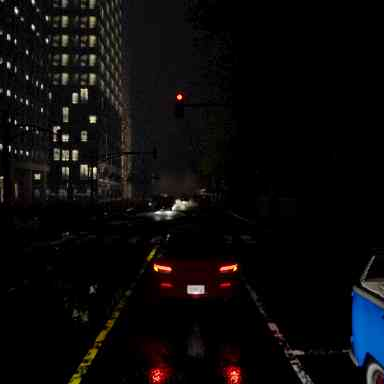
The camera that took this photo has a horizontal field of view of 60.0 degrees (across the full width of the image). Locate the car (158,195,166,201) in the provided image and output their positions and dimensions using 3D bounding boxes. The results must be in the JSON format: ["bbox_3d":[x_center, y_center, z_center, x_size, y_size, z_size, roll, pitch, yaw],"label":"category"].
[{"bbox_3d":[-7.544,1.532,84.100,1.802,1.307,4.206,0,0,-3],"label":"car"}]

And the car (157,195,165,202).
[{"bbox_3d":[-7.292,1.501,78.556,1.887,1.381,4.507,0,0,-2],"label":"car"}]

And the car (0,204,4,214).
[{"bbox_3d":[-18.226,1.377,28.493,4.206,1.307,1.802,1,0,3],"label":"car"}]

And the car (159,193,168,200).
[{"bbox_3d":[-8.094,1.252,95.181,2.192,1.841,5.009,0,0,-3],"label":"car"}]

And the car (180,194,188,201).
[{"bbox_3d":[-1.916,1.264,80.577,1.882,1.535,5.008,0,0,-3],"label":"car"}]

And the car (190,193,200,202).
[{"bbox_3d":[0.724,1.271,78.931,2.192,1.841,5.009,0,0,-3],"label":"car"}]

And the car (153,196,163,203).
[{"bbox_3d":[-6.839,1.512,67.469,1.887,1.381,4.507,0,0,-2],"label":"car"}]

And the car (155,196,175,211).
[{"bbox_3d":[-3.415,1.551,40.418,1.994,1.385,4.181,0,0,-3],"label":"car"}]

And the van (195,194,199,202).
[{"bbox_3d":[1.738,1.322,51.219,1.690,1.788,3.998,0,0,-2],"label":"van"}]

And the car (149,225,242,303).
[{"bbox_3d":[0.052,1.525,8.067,1.812,1.442,4.674,0,0,0],"label":"car"}]

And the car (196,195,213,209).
[{"bbox_3d":[1.890,1.509,45.847,1.752,1.417,4.829,0,0,-2],"label":"car"}]

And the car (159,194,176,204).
[{"bbox_3d":[-3.659,1.486,50.453,1.837,1.490,4.892,0,0,-1],"label":"car"}]

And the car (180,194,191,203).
[{"bbox_3d":[-1.495,1.552,70.602,1.895,1.301,4.718,0,0,-2],"label":"car"}]

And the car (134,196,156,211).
[{"bbox_3d":[-5.840,1.539,39.755,2.008,1.369,4.403,0,0,-1],"label":"car"}]

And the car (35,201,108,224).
[{"bbox_3d":[-8.422,1.425,23.533,4.892,1.490,1.837,0,1,-13],"label":"car"}]

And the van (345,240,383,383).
[{"bbox_3d":[2.558,1.341,2.132,1.690,1.788,3.998,0,0,0],"label":"van"}]

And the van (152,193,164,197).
[{"bbox_3d":[-6.637,1.314,61.926,1.690,1.788,3.998,0,0,-2],"label":"van"}]

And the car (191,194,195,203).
[{"bbox_3d":[1.171,1.492,68.013,1.752,1.417,4.829,0,0,-2],"label":"car"}]
